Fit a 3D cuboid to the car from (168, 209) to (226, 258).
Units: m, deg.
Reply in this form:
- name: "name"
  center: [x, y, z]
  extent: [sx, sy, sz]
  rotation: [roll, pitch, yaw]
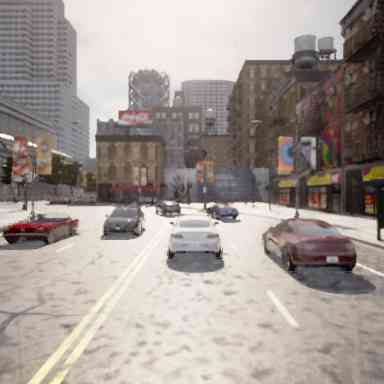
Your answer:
- name: "car"
  center: [0.089, 1.581, 12.866]
  extent: [1.812, 1.442, 4.674]
  rotation: [0, 0, 0]

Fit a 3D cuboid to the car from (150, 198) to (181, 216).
- name: "car"
  center: [-2.601, 1.640, 34.983]
  extent: [2.128, 1.511, 4.902]
  rotation: [0, 0, -20]

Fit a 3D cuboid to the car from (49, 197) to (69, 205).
- name: "car"
  center: [-25.745, 1.798, 65.398]
  extent: [4.674, 1.452, 2.002]
  rotation: [0, 0, 20]

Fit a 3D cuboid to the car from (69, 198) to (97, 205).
- name: "car"
  center: [-20.442, 1.863, 63.226]
  extent: [4.718, 1.301, 1.895]
  rotation: [0, 0, 30]

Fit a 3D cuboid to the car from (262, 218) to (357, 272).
- name: "car"
  center: [3.589, 1.572, 10.821]
  extent: [1.812, 1.442, 4.674]
  rotation: [0, 0, 0]

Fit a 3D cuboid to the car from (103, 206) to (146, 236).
- name: "car"
  center: [-3.702, 1.585, 18.889]
  extent: [1.837, 1.490, 4.892]
  rotation: [0, 0, -1]

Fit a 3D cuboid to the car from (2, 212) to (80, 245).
- name: "car"
  center: [-7.104, 1.670, 16.173]
  extent: [1.895, 1.301, 4.718]
  rotation: [0, 0, 0]

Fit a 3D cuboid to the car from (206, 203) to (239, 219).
- name: "car"
  center: [2.586, 1.674, 29.876]
  extent: [2.033, 1.411, 5.357]
  rotation: [0, 0, -12]
